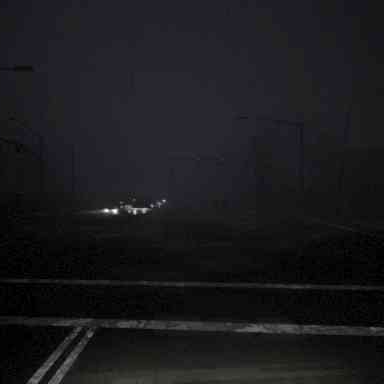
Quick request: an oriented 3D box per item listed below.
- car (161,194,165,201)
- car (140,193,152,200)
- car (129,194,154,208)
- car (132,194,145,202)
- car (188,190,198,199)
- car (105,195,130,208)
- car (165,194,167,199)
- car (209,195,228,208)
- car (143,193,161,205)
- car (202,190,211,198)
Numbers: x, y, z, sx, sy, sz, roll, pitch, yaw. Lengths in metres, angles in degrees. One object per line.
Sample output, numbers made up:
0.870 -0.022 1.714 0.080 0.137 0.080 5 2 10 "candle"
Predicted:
-6.846 1.210 64.793 1.895 1.301 4.718 0 1 0 "car"
-10.320 0.948 75.135 2.033 1.411 5.357 0 1 0 "car"
-6.917 1.431 45.984 1.994 1.385 4.181 0 1 1 "car"
-10.346 1.179 64.516 1.994 1.385 4.181 0 1 0 "car"
0.183 0.604 76.548 2.150 2.045 5.566 0 1 0 "car"
-10.419 1.369 45.371 2.128 1.511 4.902 0 1 1 "car"
-6.820 1.003 75.141 1.895 1.301 4.718 0 1 0 "car"
3.711 1.442 45.196 1.994 1.385 4.181 0 1 0 "car"
-6.872 1.305 55.215 2.033 1.411 5.357 0 1 0 "car"
3.705 0.416 85.702 2.150 2.045 5.566 0 1 0 "car"
